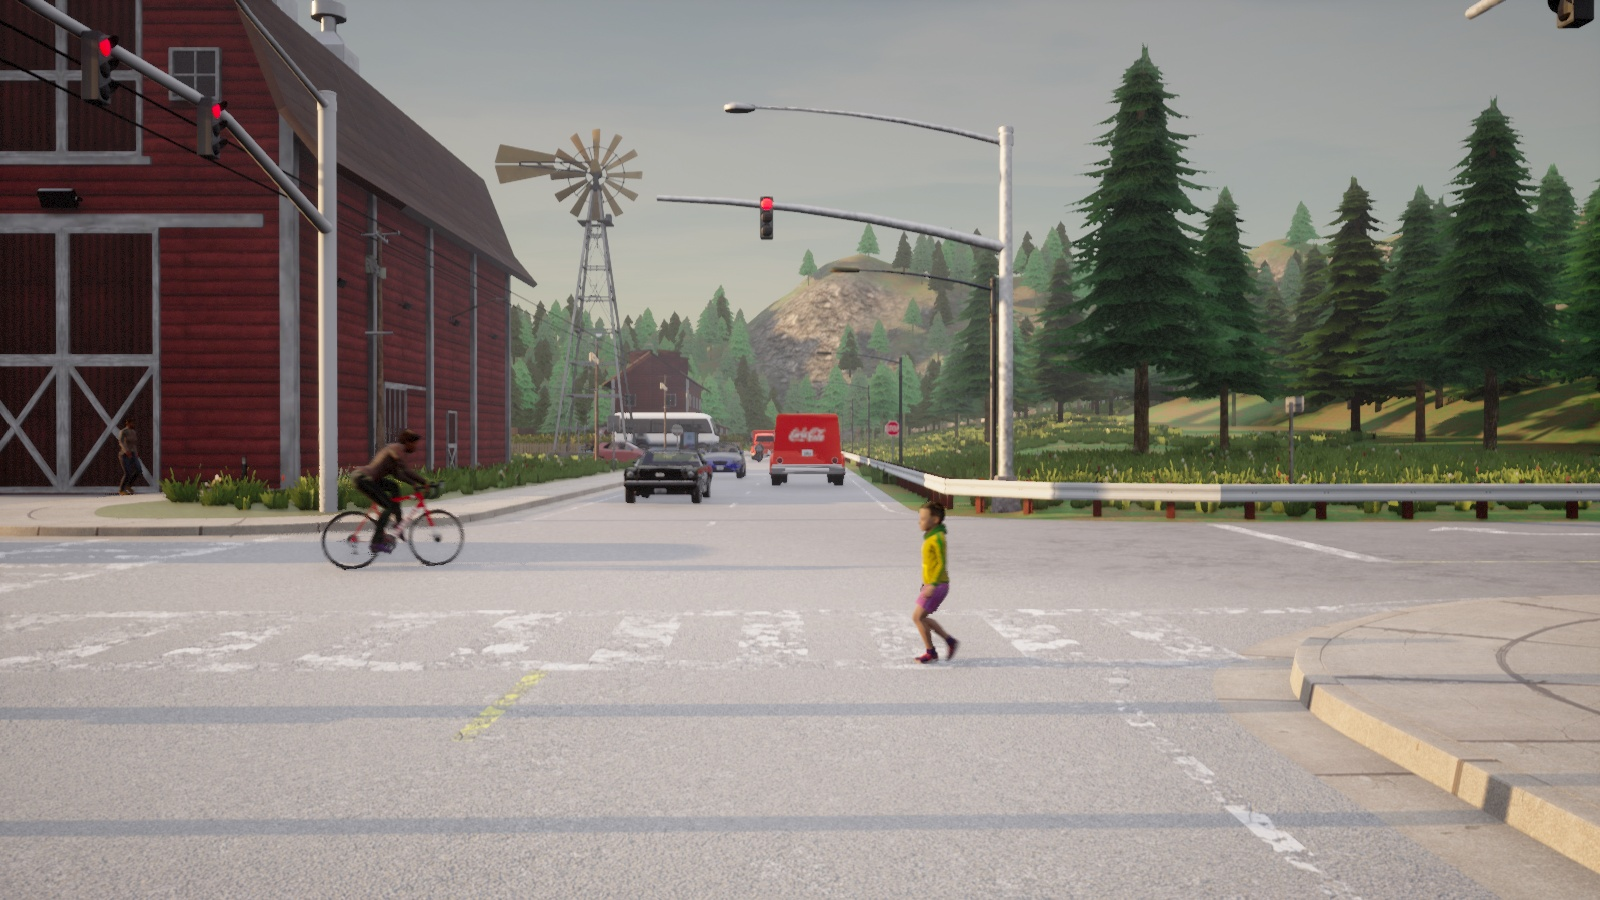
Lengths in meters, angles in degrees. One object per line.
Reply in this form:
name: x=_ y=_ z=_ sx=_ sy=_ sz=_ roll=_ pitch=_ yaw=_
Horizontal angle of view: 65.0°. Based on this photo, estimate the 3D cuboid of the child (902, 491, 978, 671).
child: x=0.927 y=0.860 z=8.353 sx=0.473 sy=1.160 sz=0.299 roll=0 pitch=0 yaw=-1

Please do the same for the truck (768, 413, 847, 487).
truck: x=0.260 y=-0.017 z=44.365 sx=2.627 sy=2.467 sz=5.204 roll=0 pitch=0 yaw=0

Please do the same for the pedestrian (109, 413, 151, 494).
pedestrian: x=-15.245 y=0.077 z=28.569 sx=0.869 sy=1.805 sz=0.328 roll=0 pitch=0 yaw=20

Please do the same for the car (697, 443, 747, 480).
car: x=-3.197 y=0.432 z=52.189 sx=1.816 sy=1.474 sz=4.193 roll=0 pitch=0 yaw=0

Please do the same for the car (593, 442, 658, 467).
car: x=-10.533 y=0.279 z=75.946 sx=3.633 sy=1.501 sz=1.845 roll=0 pitch=0 yaw=4

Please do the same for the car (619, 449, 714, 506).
car: x=-3.309 y=0.645 z=31.967 sx=1.895 sy=1.301 sz=4.718 roll=0 pitch=0 yaw=0

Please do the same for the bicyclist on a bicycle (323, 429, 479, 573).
bicyclist on a bicycle: x=-4.687 y=0.585 z=14.779 sx=1.656 sy=1.620 sz=0.582 roll=0 pitch=-1 yaw=-30
